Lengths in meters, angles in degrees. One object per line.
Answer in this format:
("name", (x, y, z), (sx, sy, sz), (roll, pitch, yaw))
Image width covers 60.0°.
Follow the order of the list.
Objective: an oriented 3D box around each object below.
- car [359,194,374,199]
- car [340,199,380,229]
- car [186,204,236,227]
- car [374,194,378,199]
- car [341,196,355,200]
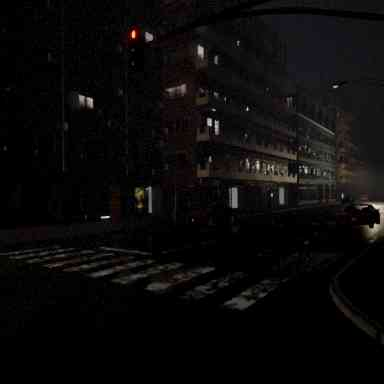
("car", (37.017, 1.293, 71.147), (1.802, 1.307, 4.206), (-1, 0, 36))
("car", (10.307, 1.372, 20.285), (1.887, 1.381, 4.507), (-1, 0, 36))
("car", (1.378, 1.515, 22.666), (1.887, 1.381, 4.507), (-1, 0, 36))
("car", (43.729, 1.231, 80.318), (1.947, 1.339, 4.313), (-1, 0, 36))
("car", (26.949, 1.347, 57.390), (1.947, 1.339, 4.313), (-1, 0, 36))
